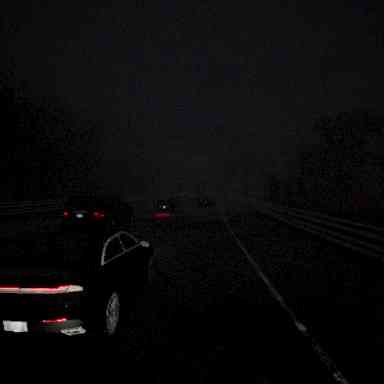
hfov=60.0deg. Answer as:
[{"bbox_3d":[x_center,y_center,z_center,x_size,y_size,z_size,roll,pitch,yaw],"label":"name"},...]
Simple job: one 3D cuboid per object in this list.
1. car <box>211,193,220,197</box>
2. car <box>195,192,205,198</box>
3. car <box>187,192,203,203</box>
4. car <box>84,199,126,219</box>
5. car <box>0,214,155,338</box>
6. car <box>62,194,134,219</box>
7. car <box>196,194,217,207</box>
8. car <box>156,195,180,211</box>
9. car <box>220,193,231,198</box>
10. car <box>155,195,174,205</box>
[{"bbox_3d":[5.866,0.991,91.093,1.812,1.442,4.674,0,0,11],"label":"car"},{"bbox_3d":[2.199,0.822,90.549,2.097,1.767,4.553,0,0,11],"label":"car"},{"bbox_3d":[0.359,1.118,58.411,1.882,1.535,5.008,0,0,8],"label":"car"},{"bbox_3d":[-7.069,1.342,27.556,1.812,1.442,4.674,0,0,6],"label":"car"},{"bbox_3d":[-2.000,1.446,6.565,2.128,1.511,4.902,0,0,5],"label":"car"},{"bbox_3d":[-4.612,1.106,17.105,2.150,2.045,5.566,0,0,5],"label":"car"},{"bbox_3d":[2.093,1.282,45.414,1.994,1.385,4.181,0,0,7],"label":"car"},{"bbox_3d":[-2.548,1.273,36.501,1.837,1.490,4.892,0,0,7],"label":"car"},{"bbox_3d":[9.524,0.992,91.584,2.128,1.511,4.902,0,0,11],"label":"car"},{"bbox_3d":[-4.200,1.183,51.178,1.837,1.490,4.892,0,0,8],"label":"car"}]
